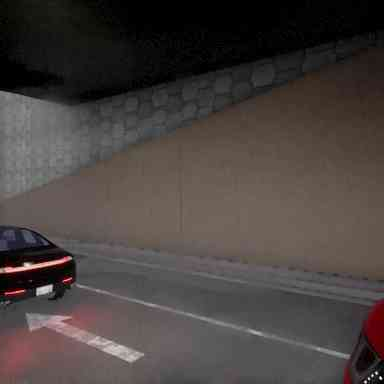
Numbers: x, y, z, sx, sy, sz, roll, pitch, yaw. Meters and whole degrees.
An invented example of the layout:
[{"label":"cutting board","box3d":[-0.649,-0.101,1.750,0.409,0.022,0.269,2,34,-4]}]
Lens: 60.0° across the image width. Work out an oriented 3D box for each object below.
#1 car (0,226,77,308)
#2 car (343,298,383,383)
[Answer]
[{"label":"car","box3d":[-4.533,1.492,7.202,4.902,1.511,2.128,0,0,36]},{"label":"car","box3d":[3.644,1.221,1.345,5.566,2.045,2.150,0,0,35]}]
